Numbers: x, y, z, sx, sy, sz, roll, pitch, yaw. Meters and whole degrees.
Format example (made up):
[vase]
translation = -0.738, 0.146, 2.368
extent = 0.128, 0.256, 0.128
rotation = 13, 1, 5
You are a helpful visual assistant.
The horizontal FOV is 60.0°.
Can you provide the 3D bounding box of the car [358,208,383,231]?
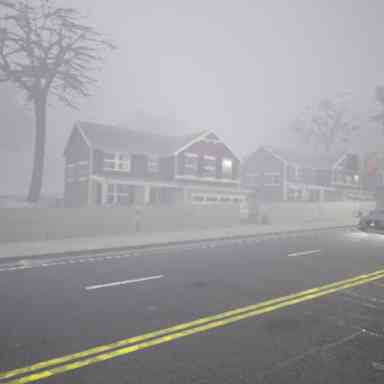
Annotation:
[car]
translation = 11.928, 1.702, 20.178
extent = 4.181, 1.385, 1.994
rotation = 1, 0, -35
